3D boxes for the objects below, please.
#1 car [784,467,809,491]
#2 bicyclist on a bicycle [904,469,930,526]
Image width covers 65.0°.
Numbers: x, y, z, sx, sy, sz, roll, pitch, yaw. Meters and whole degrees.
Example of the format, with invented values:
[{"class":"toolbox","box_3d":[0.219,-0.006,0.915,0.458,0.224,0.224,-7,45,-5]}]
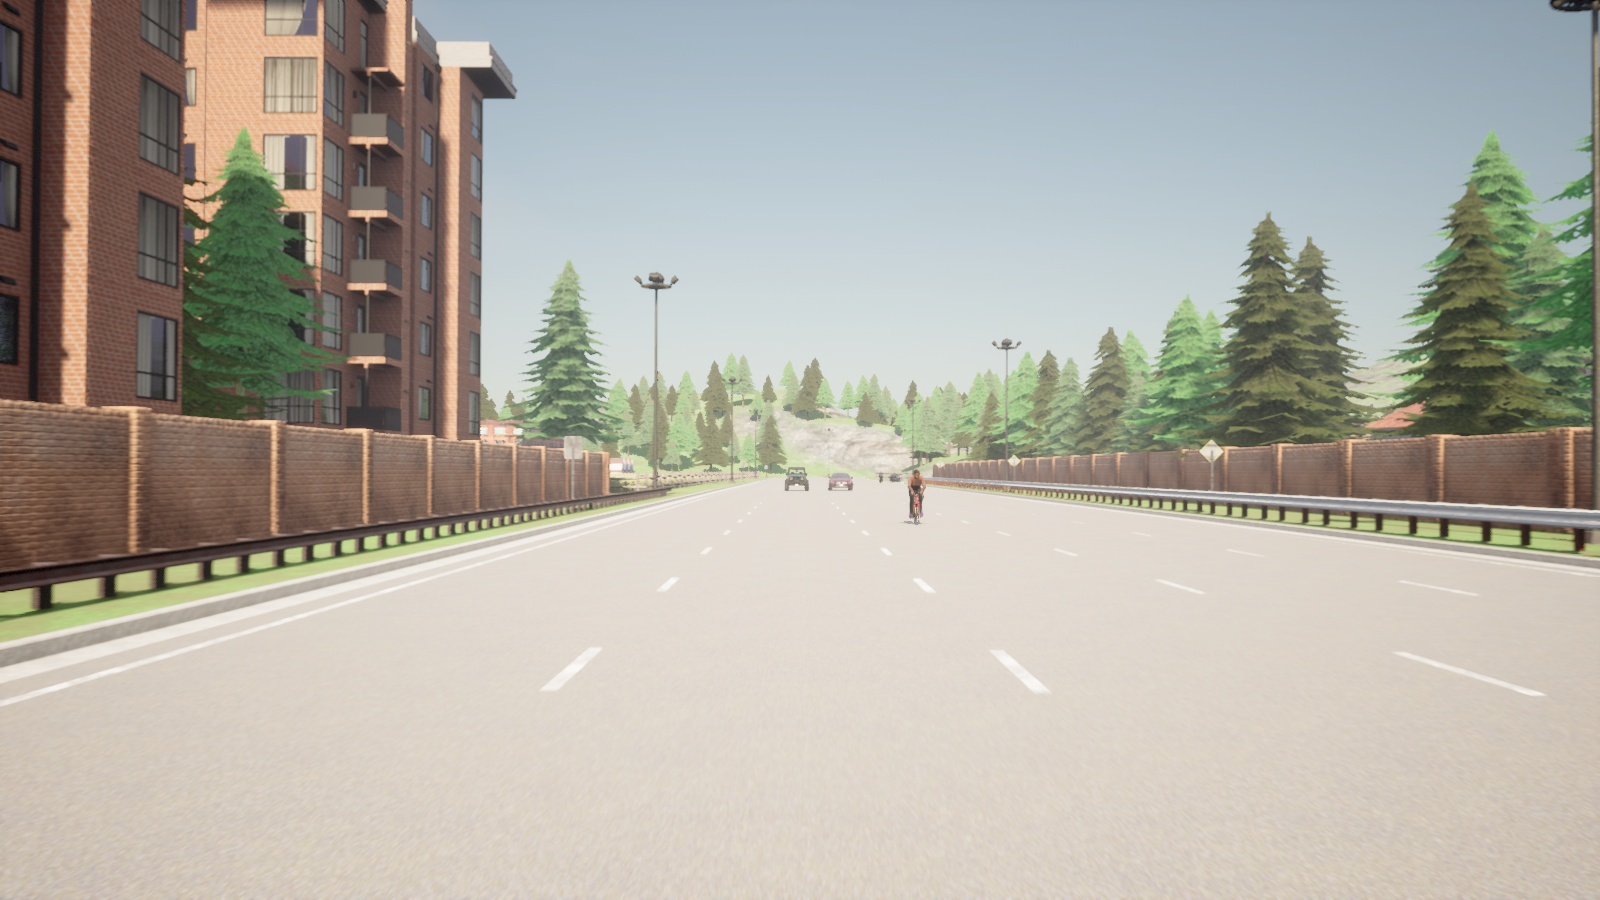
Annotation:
[{"class":"car","box_3d":[-0.240,2.251,98.066,1.905,1.878,3.866,0,-1,0]},{"class":"bicyclist on a bicycle","box_3d":[3.410,1.368,36.734,0.582,1.620,1.656,0,-1,0]}]
